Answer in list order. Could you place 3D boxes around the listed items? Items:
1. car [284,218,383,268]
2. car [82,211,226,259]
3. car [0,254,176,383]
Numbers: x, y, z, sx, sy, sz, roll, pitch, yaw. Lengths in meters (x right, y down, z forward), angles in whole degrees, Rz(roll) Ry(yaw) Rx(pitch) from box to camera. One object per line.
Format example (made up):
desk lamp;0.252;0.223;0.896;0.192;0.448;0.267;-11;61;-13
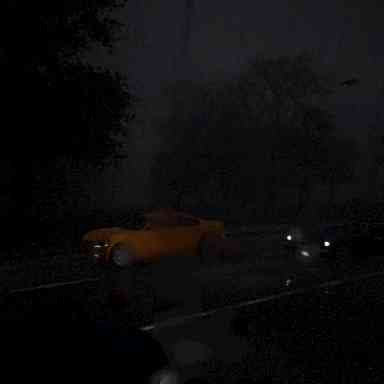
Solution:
car;5.399;1.581;11.316;4.718;1.301;1.895;0;0;-30
car;-1.166;1.448;11.402;5.008;1.535;1.882;0;0;-32
car;-2.242;1.517;2.011;4.674;1.442;1.812;0;0;-36
